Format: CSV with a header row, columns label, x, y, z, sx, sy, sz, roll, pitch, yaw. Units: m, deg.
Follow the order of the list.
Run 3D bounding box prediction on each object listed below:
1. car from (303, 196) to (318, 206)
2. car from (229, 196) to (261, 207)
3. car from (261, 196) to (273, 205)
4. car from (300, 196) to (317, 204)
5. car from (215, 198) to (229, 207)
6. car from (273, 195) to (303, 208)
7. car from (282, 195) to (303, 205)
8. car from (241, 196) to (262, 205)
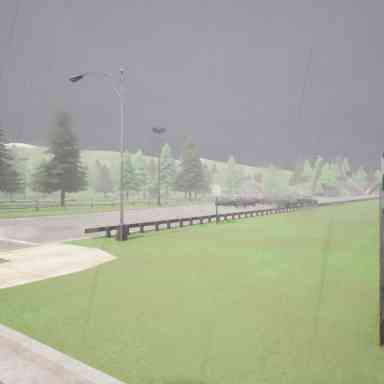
label,x,y,z,sx,sy,sz,roll,pitch,yaw
car,19.157,1.505,54.243,1.837,1.490,4.892,0,0,35
car,8.063,1.491,50.505,2.128,1.511,4.902,0,0,35
car,13.896,1.491,58.935,2.128,1.511,4.902,0,0,35
car,23.076,1.526,65.773,1.812,1.442,4.674,0,0,35
car,5.366,1.564,52.742,1.994,1.385,4.181,0,0,35
car,13.294,1.505,45.782,1.837,1.490,4.892,0,0,35
car,17.579,1.352,57.921,2.097,1.767,4.553,0,0,35
car,11.028,1.478,60.941,1.882,1.535,5.008,0,0,35
